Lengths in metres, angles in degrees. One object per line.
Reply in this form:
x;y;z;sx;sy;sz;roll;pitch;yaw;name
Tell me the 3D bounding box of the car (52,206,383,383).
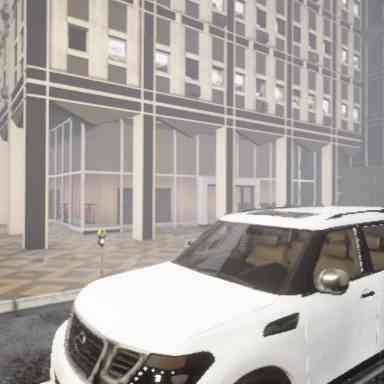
1.257;1.240;4.266;5.566;2.045;2.150;0;0;-35;car
